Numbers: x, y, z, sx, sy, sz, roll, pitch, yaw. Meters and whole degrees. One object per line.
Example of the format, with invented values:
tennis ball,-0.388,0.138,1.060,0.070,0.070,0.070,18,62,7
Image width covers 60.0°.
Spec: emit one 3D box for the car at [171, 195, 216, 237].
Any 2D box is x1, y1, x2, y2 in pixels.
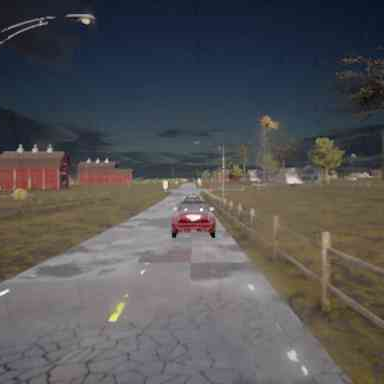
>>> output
car,0.079,1.209,17.308,2.097,1.767,4.553,0,1,0
